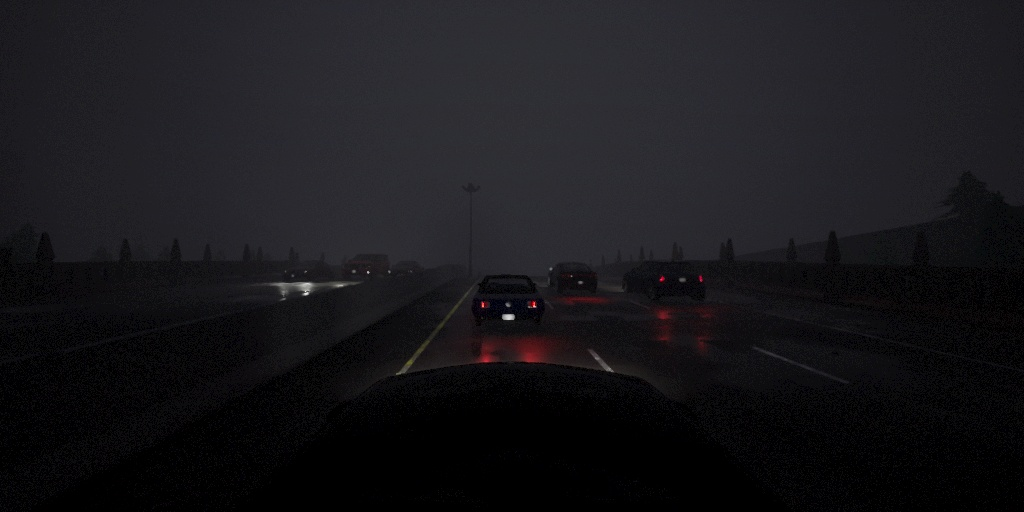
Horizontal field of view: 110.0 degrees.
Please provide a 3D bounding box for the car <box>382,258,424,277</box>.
[{"bbox_3d":[-7.768,1.075,26.628,1.812,1.442,4.674,0,-1,-1],"label":"car"}]

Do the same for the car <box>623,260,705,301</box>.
[{"bbox_3d":[6.698,0.953,16.344,2.097,1.767,4.553,0,1,-2],"label":"car"}]

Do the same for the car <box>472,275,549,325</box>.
[{"bbox_3d":[-0.156,1.253,11.406,1.895,1.301,4.718,0,1,-2],"label":"car"}]

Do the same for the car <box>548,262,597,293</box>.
[{"bbox_3d":[3.112,1.052,19.142,1.882,1.535,5.008,0,1,-2],"label":"car"}]

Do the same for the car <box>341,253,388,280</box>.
[{"bbox_3d":[-11.306,0.796,28.282,2.150,2.045,5.566,0,-1,-1],"label":"car"}]

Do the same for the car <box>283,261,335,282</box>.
[{"bbox_3d":[-14.765,1.078,26.397,1.812,1.442,4.674,0,-1,-1],"label":"car"}]
